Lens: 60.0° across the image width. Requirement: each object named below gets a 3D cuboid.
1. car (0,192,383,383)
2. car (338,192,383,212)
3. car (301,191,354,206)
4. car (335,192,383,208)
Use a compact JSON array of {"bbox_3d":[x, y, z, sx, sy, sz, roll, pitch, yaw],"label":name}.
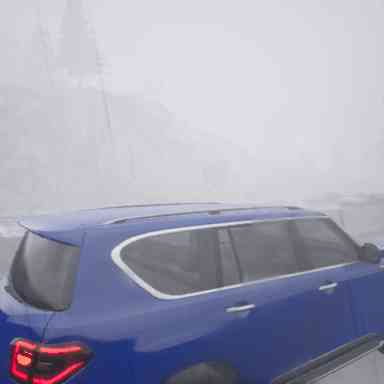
[{"bbox_3d":[0.676,1.145,4.089,5.566,2.045,2.150,-2,1,-34],"label":"car"},{"bbox_3d":[15.211,0.794,28.362,5.357,1.411,2.033,-2,1,-24],"label":"car"},{"bbox_3d":[14.589,0.689,35.730,5.357,1.411,2.033,-2,1,-23],"label":"car"},{"bbox_3d":[16.580,0.750,32.769,4.718,1.301,1.895,-2,1,-23],"label":"car"}]
